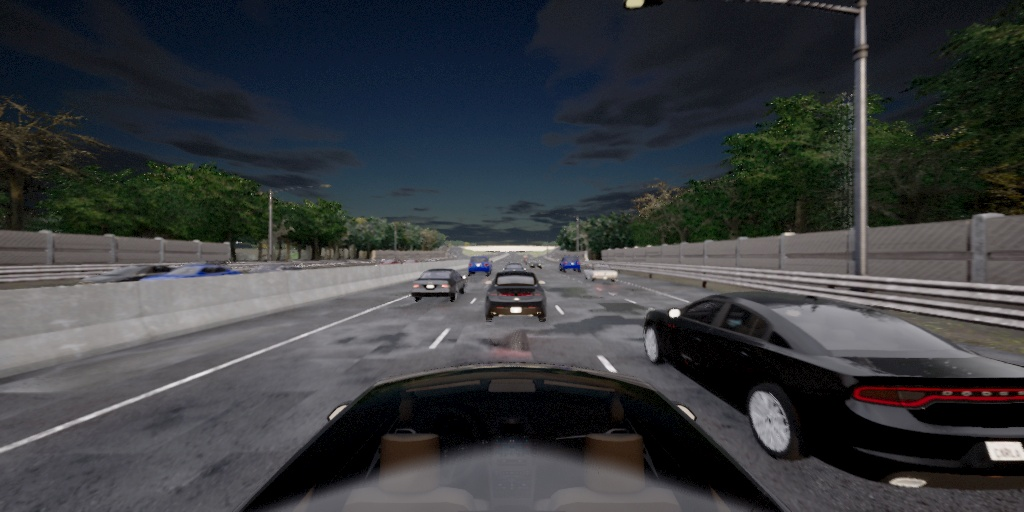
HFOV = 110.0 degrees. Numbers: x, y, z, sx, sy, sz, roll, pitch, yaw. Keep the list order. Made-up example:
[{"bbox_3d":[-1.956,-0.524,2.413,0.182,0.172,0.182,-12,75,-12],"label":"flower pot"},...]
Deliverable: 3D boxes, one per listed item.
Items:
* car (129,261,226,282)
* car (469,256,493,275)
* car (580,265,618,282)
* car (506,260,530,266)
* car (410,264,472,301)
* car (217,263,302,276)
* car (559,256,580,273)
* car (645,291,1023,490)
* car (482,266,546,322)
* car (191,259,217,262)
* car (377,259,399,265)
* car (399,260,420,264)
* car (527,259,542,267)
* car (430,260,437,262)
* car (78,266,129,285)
[{"bbox_3d":[-17.559,1.240,19.924,1.882,1.535,5.008,0,0,0],"label":"car"},{"bbox_3d":[-3.262,1.021,37.493,2.150,2.045,5.566,0,0,0],"label":"car"},{"bbox_3d":[7.043,1.382,29.111,1.895,1.301,4.718,0,0,2],"label":"car"},{"bbox_3d":[0.188,1.330,30.359,2.033,1.411,5.357,0,0,0],"label":"car"},{"bbox_3d":[-3.377,1.308,17.324,2.033,1.411,5.357,0,0,0],"label":"car"},{"bbox_3d":[-14.054,1.256,20.996,2.128,1.511,4.902,0,0,0],"label":"car"},{"bbox_3d":[7.272,1.044,45.485,2.150,2.045,5.566,0,0,1],"label":"car"},{"bbox_3d":[3.502,1.229,5.016,1.882,1.535,5.008,0,0,0],"label":"car"},{"bbox_3d":[0.116,1.260,12.396,1.837,1.490,4.892,0,0,0],"label":"car"},{"bbox_3d":[-24.404,1.128,28.213,2.097,1.767,4.553,0,0,-1],"label":"car"},{"bbox_3d":[-20.653,1.338,61.088,1.882,1.535,5.008,0,0,1],"label":"car"},{"bbox_3d":[-17.157,1.338,61.195,1.882,1.535,5.008,0,0,1],"label":"car"},{"bbox_3d":[3.853,1.461,59.808,1.895,1.301,4.718,0,0,1],"label":"car"},{"bbox_3d":[-13.652,1.426,61.971,1.994,1.385,4.181,0,0,1],"label":"car"},{"bbox_3d":[-21.057,1.268,20.216,1.837,1.490,4.892,0,0,0],"label":"car"}]
